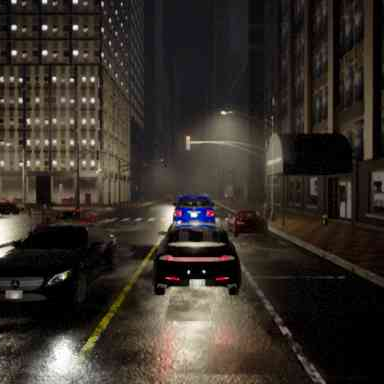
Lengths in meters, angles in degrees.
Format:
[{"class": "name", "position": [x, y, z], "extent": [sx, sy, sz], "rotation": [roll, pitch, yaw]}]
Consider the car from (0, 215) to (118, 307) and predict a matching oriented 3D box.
[{"class": "car", "position": [-3.073, 1.512, 8.086], "extent": [1.812, 1.442, 4.674], "rotation": [0, 0, 0]}]

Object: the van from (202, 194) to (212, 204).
[{"class": "van", "position": [2.723, 1.233, 60.811], "extent": [1.690, 1.788, 3.998], "rotation": [0, 0, 0]}]

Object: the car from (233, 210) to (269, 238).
[{"class": "car", "position": [2.825, 1.553, 17.219], "extent": [1.802, 1.307, 4.206], "rotation": [0, 0, 0]}]

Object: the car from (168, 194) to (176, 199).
[{"class": "car", "position": [-5.635, 1.384, 94.998], "extent": [1.947, 1.339, 4.313], "rotation": [0, 0, 0]}]

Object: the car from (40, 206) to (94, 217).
[{"class": "car", "position": [-5.815, 1.518, 15.847], "extent": [1.887, 1.381, 4.507], "rotation": [0, 0, 0]}]

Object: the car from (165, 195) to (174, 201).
[{"class": "car", "position": [-5.642, 1.410, 83.604], "extent": [1.947, 1.339, 4.313], "rotation": [0, 0, 0]}]

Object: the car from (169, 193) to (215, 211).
[{"class": "car", "position": [0.101, 1.190, 18.538], "extent": [2.150, 2.045, 5.566], "rotation": [0, 0, 0]}]

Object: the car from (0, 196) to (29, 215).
[{"class": "car", "position": [-18.589, 1.259, 31.194], "extent": [5.009, 1.841, 2.192], "rotation": [0, 0, 1]}]

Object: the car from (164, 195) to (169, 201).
[{"class": "car", "position": [-5.646, 1.402, 77.908], "extent": [1.887, 1.381, 4.507], "rotation": [0, 0, 0]}]

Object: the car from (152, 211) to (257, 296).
[{"class": "car", "position": [0.105, 1.477, 8.619], "extent": [2.128, 1.511, 4.902], "rotation": [0, 0, 0]}]

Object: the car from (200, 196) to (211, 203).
[{"class": "car", "position": [2.727, 1.432, 66.508], "extent": [2.008, 1.369, 4.403], "rotation": [0, 0, 0]}]

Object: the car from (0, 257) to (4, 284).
[{"class": "car", "position": [-5.751, 1.555, 6.170], "extent": [1.947, 1.339, 4.313], "rotation": [0, 0, 0]}]

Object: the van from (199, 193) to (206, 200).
[{"class": "van", "position": [2.741, 1.173, 89.295], "extent": [1.690, 1.788, 3.998], "rotation": [0, 0, 0]}]

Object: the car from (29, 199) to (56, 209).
[{"class": "car", "position": [-18.497, 1.436, 39.577], "extent": [4.403, 1.369, 2.008], "rotation": [0, 0, 1]}]
